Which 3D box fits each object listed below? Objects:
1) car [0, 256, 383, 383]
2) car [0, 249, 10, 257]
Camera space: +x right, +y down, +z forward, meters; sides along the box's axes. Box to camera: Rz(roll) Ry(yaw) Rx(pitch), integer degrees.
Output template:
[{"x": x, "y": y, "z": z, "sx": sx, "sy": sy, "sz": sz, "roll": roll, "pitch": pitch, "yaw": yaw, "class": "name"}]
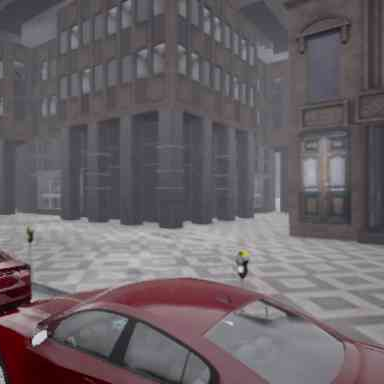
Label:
[{"x": -0.347, "y": 1.544, "z": 3.210, "sx": 4.507, "sy": 1.381, "sz": 1.887, "roll": 0, "pitch": 0, "yaw": 35, "class": "car"}, {"x": -4.921, "y": 1.544, "z": 6.472, "sx": 4.507, "sy": 1.381, "sz": 1.887, "roll": 0, "pitch": 0, "yaw": 35, "class": "car"}]
